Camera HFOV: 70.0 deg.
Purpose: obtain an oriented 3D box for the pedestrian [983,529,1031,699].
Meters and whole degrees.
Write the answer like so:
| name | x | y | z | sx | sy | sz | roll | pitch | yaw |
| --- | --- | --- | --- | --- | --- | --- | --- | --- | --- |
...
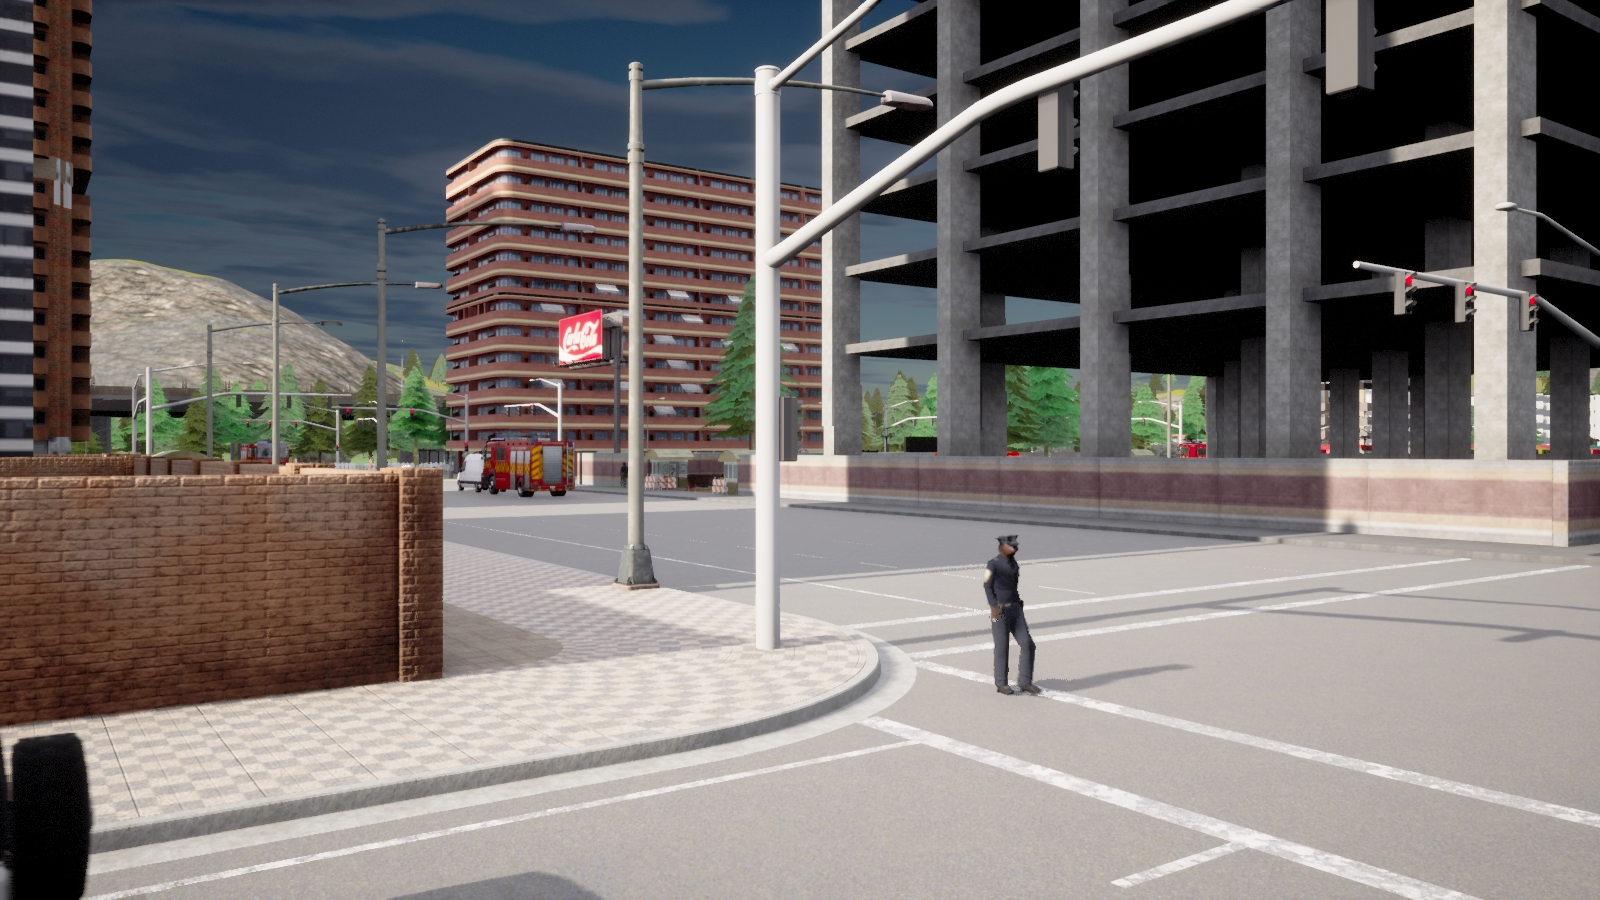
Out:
| name | x | y | z | sx | sy | sz | roll | pitch | yaw |
| --- | --- | --- | --- | --- | --- | --- | --- | --- | --- |
| pedestrian | 2.357 | 1.848 | 13.026 | 0.375 | 1.860 | 0.375 | 0 | 0 | -32 |

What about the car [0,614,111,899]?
| name | x | y | z | sx | sy | sz | roll | pitch | yaw |
| --- | --- | --- | --- | --- | --- | --- | --- | --- | --- |
| car | -5.038 | 1.857 | 4.494 | 3.866 | 1.878 | 1.905 | 0 | 0 | -35 |

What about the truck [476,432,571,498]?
| name | x | y | z | sx | sy | sz | roll | pitch | yaw |
| --- | --- | --- | --- | --- | --- | --- | --- | --- | --- |
| truck | -17.186 | 0.889 | 70.593 | 2.891 | 3.827 | 8.468 | 0 | 0 | -34 |

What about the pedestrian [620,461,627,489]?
| name | x | y | z | sx | sy | sz | roll | pitch | yaw |
| --- | --- | --- | --- | --- | --- | --- | --- | --- | --- |
| pedestrian | -12.021 | 1.694 | 77.916 | 0.375 | 1.860 | 0.375 | 0 | 0 | -32 |
